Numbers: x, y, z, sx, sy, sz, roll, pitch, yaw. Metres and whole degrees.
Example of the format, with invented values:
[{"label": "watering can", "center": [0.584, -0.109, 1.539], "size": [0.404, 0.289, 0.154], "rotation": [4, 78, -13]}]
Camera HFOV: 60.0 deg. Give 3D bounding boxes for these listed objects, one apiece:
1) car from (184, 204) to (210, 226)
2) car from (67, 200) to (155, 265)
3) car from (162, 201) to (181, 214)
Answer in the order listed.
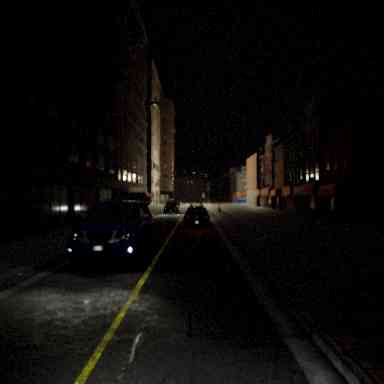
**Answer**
[{"label": "car", "center": [0.361, 1.837, 25.393], "size": [1.895, 1.301, 4.718], "rotation": [0, -1, 1]}, {"label": "car", "center": [-2.729, 1.336, 12.541], "size": [2.150, 2.045, 5.566], "rotation": [0, -1, 1]}, {"label": "car", "center": [-2.433, 1.883, 40.320], "size": [1.837, 1.490, 4.892], "rotation": [0, -1, 1]}]
